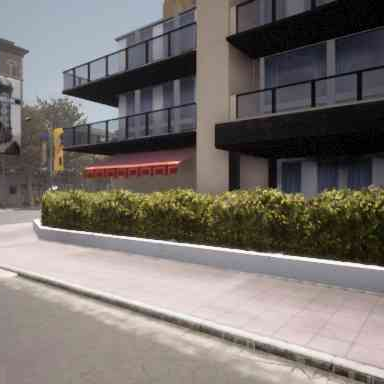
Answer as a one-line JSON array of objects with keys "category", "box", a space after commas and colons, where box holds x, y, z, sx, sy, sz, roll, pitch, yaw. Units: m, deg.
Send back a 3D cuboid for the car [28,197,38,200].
[{"category": "car", "box": [-34.495, 1.479, 68.404, 4.892, 1.521, 2.231, 0, 0, 37]}]
